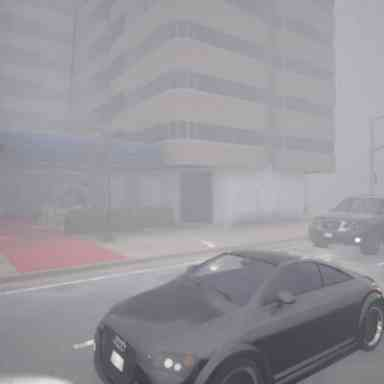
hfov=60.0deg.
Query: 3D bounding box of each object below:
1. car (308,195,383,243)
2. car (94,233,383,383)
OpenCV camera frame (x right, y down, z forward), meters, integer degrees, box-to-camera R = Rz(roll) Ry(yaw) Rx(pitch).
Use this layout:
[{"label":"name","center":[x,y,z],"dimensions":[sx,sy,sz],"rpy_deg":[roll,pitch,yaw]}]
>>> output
[{"label":"car","center":[7.015,1.152,13.189],"dimensions":[5.566,2.045,2.150],"rpy_deg":[0,0,-35]},{"label":"car","center":[0.853,1.546,4.587],"dimensions":[4.181,1.385,1.994],"rpy_deg":[0,0,-35]}]
